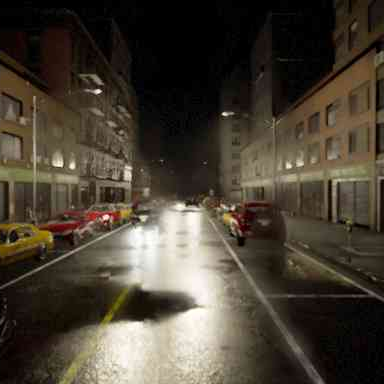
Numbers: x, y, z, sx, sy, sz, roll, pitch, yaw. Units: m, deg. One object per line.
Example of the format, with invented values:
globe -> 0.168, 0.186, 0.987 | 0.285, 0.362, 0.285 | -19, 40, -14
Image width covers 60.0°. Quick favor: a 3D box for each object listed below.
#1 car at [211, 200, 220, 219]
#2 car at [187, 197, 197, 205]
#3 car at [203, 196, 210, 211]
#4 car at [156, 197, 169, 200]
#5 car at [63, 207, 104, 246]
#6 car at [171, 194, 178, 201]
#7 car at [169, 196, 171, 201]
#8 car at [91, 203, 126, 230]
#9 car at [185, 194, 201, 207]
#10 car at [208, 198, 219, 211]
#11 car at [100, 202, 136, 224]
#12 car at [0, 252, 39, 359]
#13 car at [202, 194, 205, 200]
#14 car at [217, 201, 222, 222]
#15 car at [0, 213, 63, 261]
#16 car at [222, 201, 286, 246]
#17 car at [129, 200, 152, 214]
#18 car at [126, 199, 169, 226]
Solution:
car -> 2.848, 1.593, 26.348 | 2.008, 1.369, 4.403 | -1, 0, 0
car -> -0.004, 1.664, 63.444 | 1.837, 1.490, 4.892 | 0, 0, 0
car -> 2.846, 1.528, 42.839 | 1.967, 1.590, 4.097 | -1, 0, 0
car -> -5.681, 1.584, 59.329 | 1.967, 1.590, 4.097 | -1, 0, 0
car -> -5.675, 1.602, 15.353 | 1.802, 1.307, 4.206 | 0, 0, 0
car -> -5.683, 1.852, 91.698 | 1.947, 1.339, 4.313 | -1, 0, 0
car -> -5.680, 1.731, 64.825 | 1.947, 1.339, 4.313 | -1, 0, 0
car -> -5.677, 1.471, 20.851 | 1.967, 1.590, 4.097 | -1, 0, 0
car -> -0.001, 1.477, 54.108 | 2.097, 1.767, 4.553 | 0, 0, 0
car -> 2.848, 1.601, 31.845 | 1.887, 1.381, 4.507 | -1, 0, 0
car -> -5.677, 1.568, 26.177 | 1.752, 1.417, 4.829 | -1, 0, 0
car -> -3.093, 1.549, 1.774 | 2.033, 1.411, 5.357 | 0, 0, 0
car -> 2.845, 1.545, 48.336 | 1.967, 1.590, 4.097 | -1, 0, 0
car -> 2.849, 1.556, 21.022 | 1.752, 1.417, 4.829 | -1, 0, 0
car -> -5.675, 1.537, 9.686 | 1.752, 1.417, 4.829 | 0, 0, 0
car -> 2.848, 1.335, 15.355 | 2.192, 1.841, 5.009 | -1, 0, 0
car -> -5.678, 1.617, 37.341 | 1.887, 1.381, 4.507 | -1, 0, 0
car -> -3.091, 1.528, 23.733 | 2.128, 1.511, 4.902 | 0, 0, 0
